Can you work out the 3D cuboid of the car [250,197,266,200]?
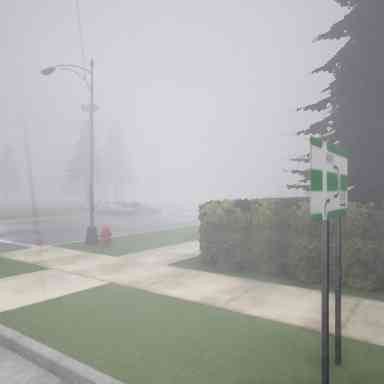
[{"bbox_3d":[10.108,1.526,45.311,1.812,1.442,4.674,0,0,36],"label":"car"}]

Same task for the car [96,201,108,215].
[{"bbox_3d":[-7.318,1.525,33.091,1.812,1.442,4.674,0,0,36],"label":"car"}]

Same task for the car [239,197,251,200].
[{"bbox_3d":[9.568,1.477,50.491,1.882,1.535,5.008,0,0,36],"label":"car"}]

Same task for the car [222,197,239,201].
[{"bbox_3d":[6.624,1.477,52.393,1.882,1.535,5.008,0,0,36],"label":"car"}]

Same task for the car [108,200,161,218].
[{"bbox_3d":[-4.964,1.601,30.374,1.895,1.301,4.718,0,0,36],"label":"car"}]
